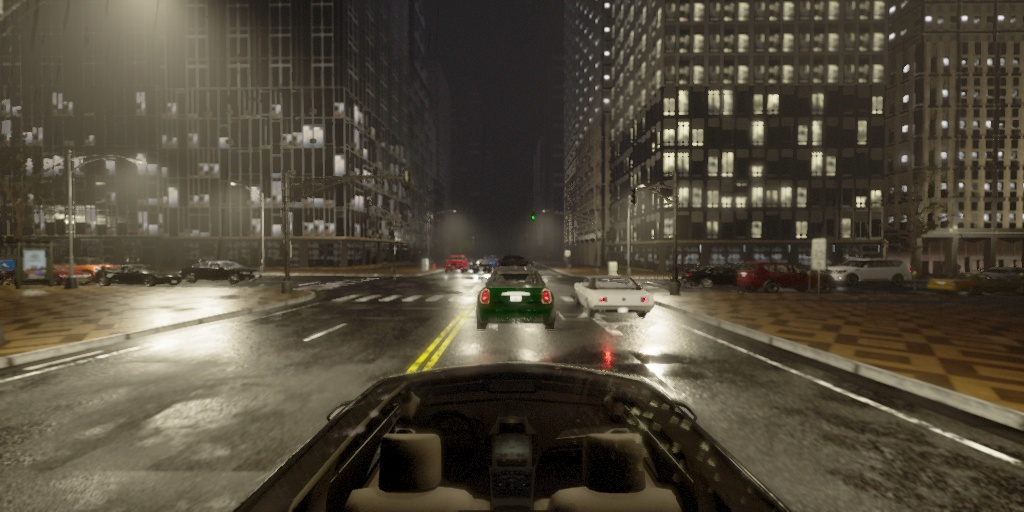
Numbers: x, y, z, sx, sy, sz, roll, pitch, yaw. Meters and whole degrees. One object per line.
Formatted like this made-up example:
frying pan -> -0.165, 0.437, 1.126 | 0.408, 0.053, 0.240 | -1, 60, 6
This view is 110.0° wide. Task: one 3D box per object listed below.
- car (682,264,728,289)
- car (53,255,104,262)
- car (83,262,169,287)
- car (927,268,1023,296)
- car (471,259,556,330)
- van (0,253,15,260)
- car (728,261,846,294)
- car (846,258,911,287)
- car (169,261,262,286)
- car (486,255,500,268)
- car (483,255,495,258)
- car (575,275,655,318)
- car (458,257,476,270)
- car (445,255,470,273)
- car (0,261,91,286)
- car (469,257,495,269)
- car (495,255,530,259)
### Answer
car -> 14.067, 1.397, 24.074 | 4.892, 1.490, 1.837 | 1, 0, 0
car -> -29.434, 0.857, 24.705 | 4.553, 1.767, 2.097 | 1, 1, 1
car -> -22.737, 1.176, 21.865 | 4.313, 1.339, 1.948 | 0, 0, 1
car -> 27.636, 1.579, 21.155 | 4.829, 1.417, 1.751 | 0, 0, 1
car -> 0.098, 1.095, 11.231 | 2.097, 1.767, 4.553 | 0, 0, 0
van -> -45.296, 0.607, 30.825 | 3.998, 1.789, 1.690 | 0, 0, 1
car -> 16.188, 1.270, 21.349 | 5.009, 1.841, 2.192 | 0, 0, 1
car -> 26.416, 1.172, 26.949 | 5.566, 2.045, 2.150 | 1, 1, 1
car -> -19.816, 1.084, 24.514 | 4.902, 1.511, 2.128 | 1, 1, 1
car -> -3.268, 0.908, 62.413 | 2.150, 2.045, 5.566 | 0, 0, 0
car -> -3.339, 0.923, 51.713 | 2.150, 2.045, 5.566 | 0, 0, 0
car -> 3.430, 1.342, 12.983 | 1.895, 1.301, 4.718 | 0, 0, 2
car -> -6.577, 1.052, 52.679 | 2.097, 1.767, 4.553 | 0, 0, 0
car -> -6.610, 0.934, 43.081 | 2.150, 2.045, 5.566 | 0, 0, 0
car -> -28.421, 1.141, 21.997 | 4.207, 1.307, 1.802 | 0, 0, 1
car -> -3.356, 1.206, 41.550 | 2.128, 1.511, 4.902 | 0, 0, 0
car -> 0.110, 0.942, 27.191 | 2.150, 2.045, 5.566 | 1, 1, 0
